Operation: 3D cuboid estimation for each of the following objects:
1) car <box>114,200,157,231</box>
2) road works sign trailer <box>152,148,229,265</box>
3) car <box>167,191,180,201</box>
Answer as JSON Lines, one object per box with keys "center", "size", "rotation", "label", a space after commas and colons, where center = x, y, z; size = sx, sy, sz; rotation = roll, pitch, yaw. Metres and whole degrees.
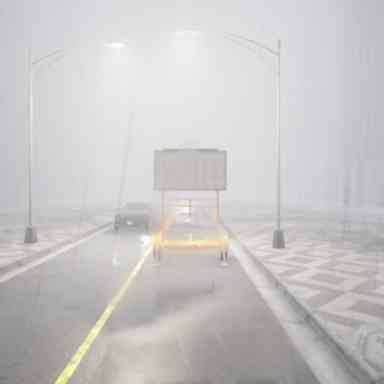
{"center": [-3.194, 1.283, 19.425], "size": [1.882, 1.535, 5.008], "rotation": [0, 1, 0], "label": "car"}
{"center": [-0.053, 0.351, 11.146], "size": [2.380, 3.560, 2.880], "rotation": [0, 1, 0], "label": "road works sign trailer"}
{"center": [-3.347, 0.625, 60.565], "size": [2.150, 2.045, 5.566], "rotation": [0, 1, 0], "label": "car"}
